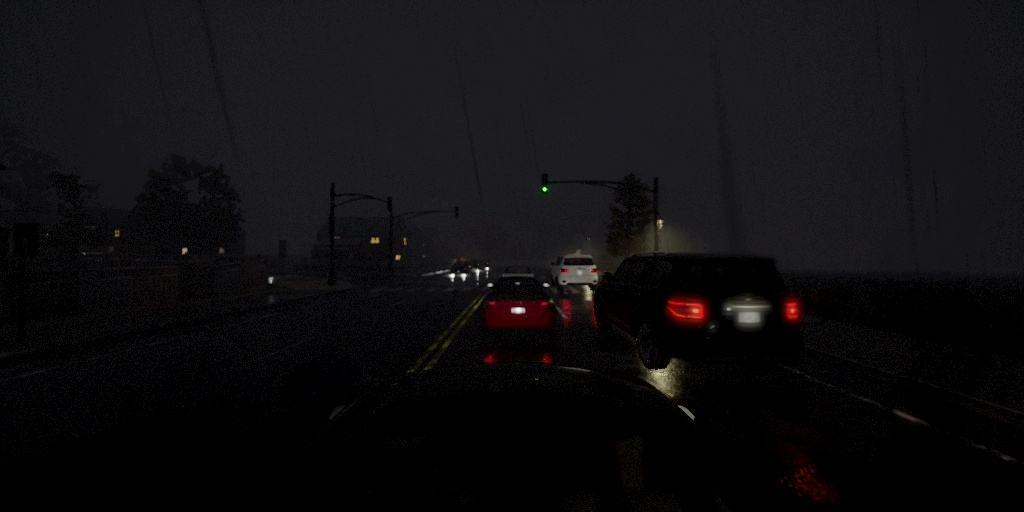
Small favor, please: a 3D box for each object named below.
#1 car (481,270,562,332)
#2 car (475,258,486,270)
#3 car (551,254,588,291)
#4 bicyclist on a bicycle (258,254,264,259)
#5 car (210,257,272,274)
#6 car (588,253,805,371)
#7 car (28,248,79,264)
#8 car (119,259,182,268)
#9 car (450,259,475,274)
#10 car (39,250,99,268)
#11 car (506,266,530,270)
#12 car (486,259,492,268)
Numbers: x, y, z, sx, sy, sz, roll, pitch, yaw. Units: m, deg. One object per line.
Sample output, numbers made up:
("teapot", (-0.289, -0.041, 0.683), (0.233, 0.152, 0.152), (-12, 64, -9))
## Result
("car", (0.180, 1.292, 10.778), (1.994, 1.385, 4.181), (0, 0, 1))
("car", (-5.199, 1.179, 50.537), (1.837, 1.490, 4.892), (0, 0, 3))
("car", (3.612, 0.927, 21.456), (2.150, 2.045, 5.566), (0, 0, 1))
("bicyclist on a bicycle", (-24.452, 0.664, 34.834), (0.582, 1.620, 1.656), (1, -1, 15))
("car", (-21.086, 0.847, 27.841), (4.892, 1.490, 1.837), (1, -1, 15))
("car", (3.391, 0.957, 7.817), (2.150, 2.045, 5.566), (0, 0, 0))
("car", (-49.062, 0.119, 38.493), (5.566, 2.045, 2.150), (1, -1, 15))
("car", (-30.644, 0.726, 30.439), (5.357, 1.411, 2.033), (1, -1, 16))
("car", (-5.721, 1.231, 40.672), (2.033, 1.411, 5.357), (0, 0, -1))
("car", (-40.543, 0.512, 33.137), (4.892, 1.490, 1.837), (1, -1, 16))
("car", (0.396, 1.303, 23.183), (1.895, 1.301, 4.718), (0, 0, 1))
("car", (-4.564, 1.175, 60.501), (1.837, 1.490, 4.892), (0, 0, 4))
